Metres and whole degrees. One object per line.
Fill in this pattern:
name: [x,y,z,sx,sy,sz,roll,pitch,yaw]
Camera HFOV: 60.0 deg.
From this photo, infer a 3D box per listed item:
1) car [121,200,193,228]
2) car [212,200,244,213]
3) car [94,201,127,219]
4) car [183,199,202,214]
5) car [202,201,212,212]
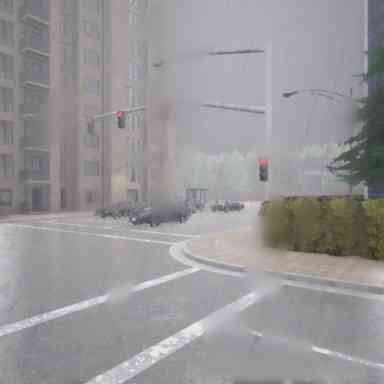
car: [-2.234,1.526,22.559,1.812,1.442,4.674,0,0,37]
car: [3.974,1.601,37.201,1.895,1.301,4.718,0,0,36]
car: [-6.016,1.547,29.452,2.033,1.411,5.357,0,0,36]
car: [-1.680,1.547,29.459,2.033,1.411,5.357,0,0,36]
car: [-0.325,1.491,37.250,2.128,1.511,4.902,0,0,36]
